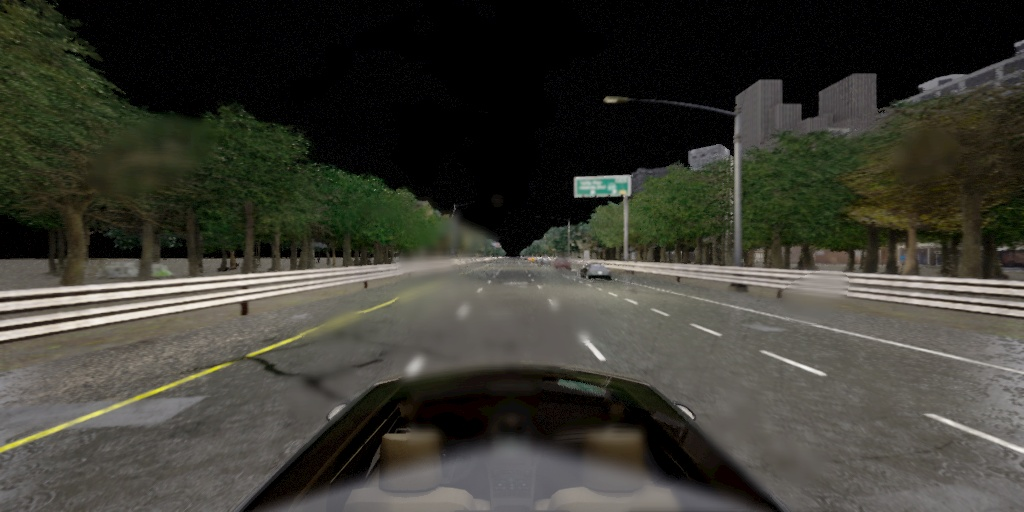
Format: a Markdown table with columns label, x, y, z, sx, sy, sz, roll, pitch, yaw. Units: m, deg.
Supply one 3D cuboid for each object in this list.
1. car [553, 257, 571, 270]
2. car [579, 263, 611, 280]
| label | x | y | z | sx | sy | sz | roll | pitch | yaw |
| --- | --- | --- | --- | --- | --- | --- | --- | --- | --- |
| car | 7.086 | 1.079 | 50.925 | 2.097 | 1.767 | 4.553 | 0 | 0 | 0 |
| car | 7.064 | 1.311 | 30.770 | 1.994 | 1.385 | 4.181 | 0 | 0 | 0 |
